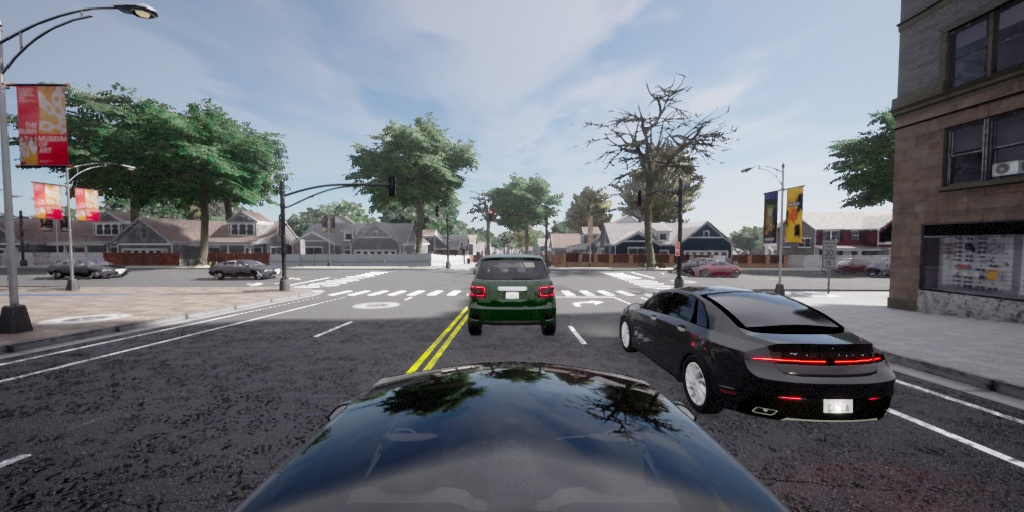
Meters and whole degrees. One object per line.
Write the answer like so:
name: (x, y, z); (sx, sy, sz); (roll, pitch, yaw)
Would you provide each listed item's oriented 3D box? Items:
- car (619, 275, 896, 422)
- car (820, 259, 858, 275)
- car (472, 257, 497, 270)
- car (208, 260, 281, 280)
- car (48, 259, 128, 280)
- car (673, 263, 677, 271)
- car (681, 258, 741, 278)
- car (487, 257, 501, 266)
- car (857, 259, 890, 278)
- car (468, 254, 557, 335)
car: (3.259, 1.251, 6.000); (1.837, 1.490, 4.892); (0, 0, 0)
car: (32.123, 1.021, 34.119); (4.674, 1.442, 1.812); (0, 2, 0)
car: (-3.228, 0.845, 42.902); (2.128, 1.511, 4.902); (0, 0, 5)
car: (-20.534, 1.035, 27.683); (4.902, 1.511, 2.128); (0, 2, -2)
car: (-32.721, 0.998, 27.758); (4.902, 1.511, 2.128); (1, 2, 0)
car: (17.944, 0.915, 34.190); (4.902, 1.511, 2.128); (0, 2, 1)
car: (17.331, 1.110, 30.945); (4.181, 1.385, 1.994); (0, 2, 0)
car: (-2.843, 0.888, 57.644); (1.895, 1.301, 4.718); (0, 0, 1)
car: (33.259, 0.980, 30.856); (4.553, 1.767, 2.097); (0, 2, 0)
car: (-0.011, 0.968, 10.615); (2.150, 2.045, 5.566); (0, 0, 0)
